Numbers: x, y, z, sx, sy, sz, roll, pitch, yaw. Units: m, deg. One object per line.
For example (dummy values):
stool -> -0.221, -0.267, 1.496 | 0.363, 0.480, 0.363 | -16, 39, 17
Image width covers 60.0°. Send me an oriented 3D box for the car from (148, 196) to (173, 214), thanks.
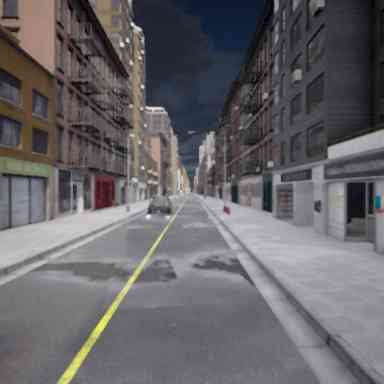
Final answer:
car -> -2.995, 1.170, 32.107 | 2.097, 1.767, 4.553 | 0, 0, 0
